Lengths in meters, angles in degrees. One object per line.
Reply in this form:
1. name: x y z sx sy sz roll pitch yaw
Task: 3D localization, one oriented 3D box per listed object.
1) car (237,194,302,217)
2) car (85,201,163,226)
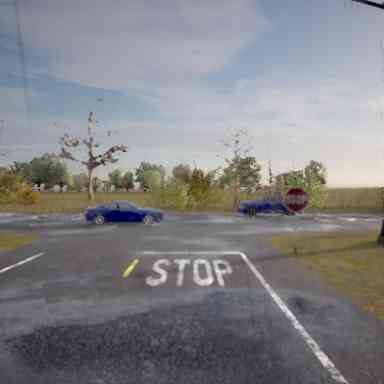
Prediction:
1. car: 6.732 1.163 29.011 5.566 2.045 2.150 0 1 -2
2. car: -4.395 1.330 21.729 5.008 1.535 1.882 0 0 -1
